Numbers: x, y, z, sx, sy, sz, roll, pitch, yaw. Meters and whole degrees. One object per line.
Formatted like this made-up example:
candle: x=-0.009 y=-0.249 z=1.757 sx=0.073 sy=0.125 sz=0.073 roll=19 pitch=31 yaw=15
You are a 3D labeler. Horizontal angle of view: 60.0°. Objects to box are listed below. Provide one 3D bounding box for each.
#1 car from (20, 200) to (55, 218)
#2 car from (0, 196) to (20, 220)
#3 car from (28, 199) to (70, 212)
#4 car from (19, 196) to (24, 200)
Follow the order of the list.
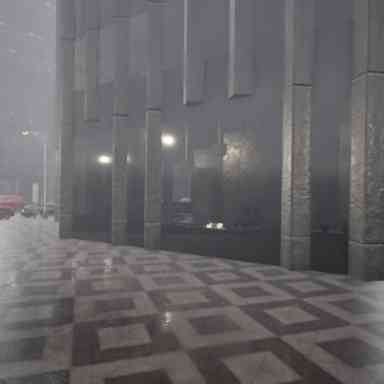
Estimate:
car: x=-13.845 y=1.727 z=31.371 sx=1.947 sy=1.339 sz=4.313 roll=1 pitch=0 yaw=35
car: x=-17.119 y=1.448 z=26.775 sx=2.192 sy=1.841 sz=5.009 roll=1 pitch=0 yaw=35
car: x=-17.503 y=1.615 z=40.922 sx=1.947 sy=1.339 sz=4.313 roll=1 pitch=0 yaw=35
car: x=-20.776 y=1.335 z=36.328 sx=2.192 sy=1.841 sz=5.009 roll=1 pitch=0 yaw=35
